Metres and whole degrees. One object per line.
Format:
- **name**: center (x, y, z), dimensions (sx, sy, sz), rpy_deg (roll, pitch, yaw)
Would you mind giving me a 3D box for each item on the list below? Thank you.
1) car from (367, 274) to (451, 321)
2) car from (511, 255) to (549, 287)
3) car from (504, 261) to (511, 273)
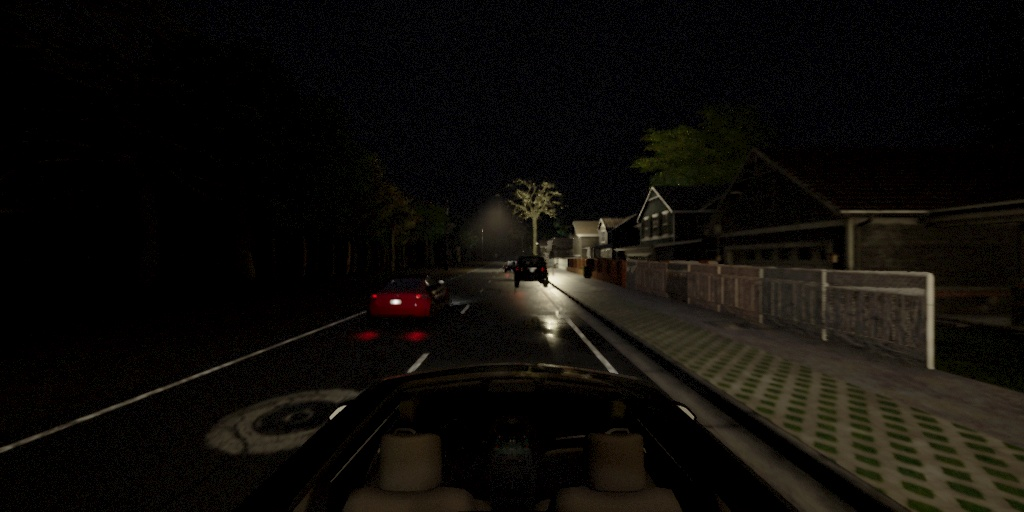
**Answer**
- **car**: center (-3.399, 1.317, 12.493), dimensions (1.994, 1.385, 4.181), rpy_deg (0, 0, 0)
- **car**: center (1.226, 0.984, 24.518), dimensions (2.150, 2.045, 5.566), rpy_deg (0, 0, 0)
- **car**: center (0.021, 1.384, 44.642), dimensions (1.895, 1.301, 4.718), rpy_deg (0, 0, 0)
